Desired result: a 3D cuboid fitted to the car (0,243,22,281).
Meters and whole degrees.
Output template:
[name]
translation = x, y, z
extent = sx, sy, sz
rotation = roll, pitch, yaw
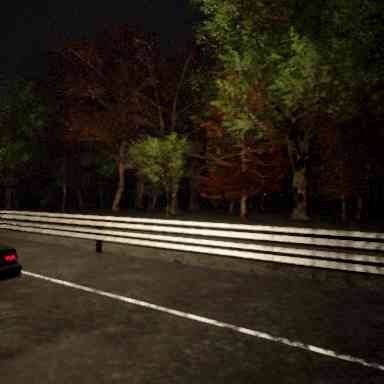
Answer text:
[car]
translation = -6.494, 1.569, 8.551
extent = 5.357, 1.411, 2.033
rotation = 0, 0, 36
